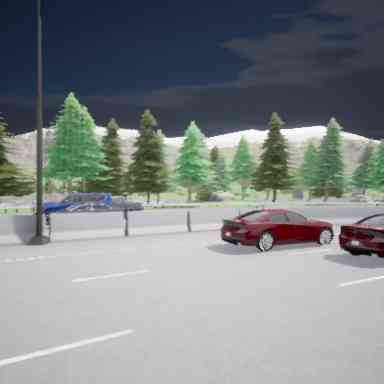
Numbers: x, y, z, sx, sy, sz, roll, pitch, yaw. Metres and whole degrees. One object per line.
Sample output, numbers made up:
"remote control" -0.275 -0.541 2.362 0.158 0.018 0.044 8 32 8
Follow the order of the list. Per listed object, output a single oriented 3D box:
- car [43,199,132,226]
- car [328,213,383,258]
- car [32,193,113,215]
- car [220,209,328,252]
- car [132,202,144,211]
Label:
"car" -6.495 1.366 20.209 4.902 1.511 2.128 0 0 -29
"car" 7.360 1.441 11.398 5.008 1.535 1.882 0 0 -24
"car" -8.151 1.075 23.322 5.566 2.045 2.150 0 0 -30
"car" 3.544 1.418 13.504 5.008 1.535 1.882 0 0 -27
"car" -7.363 1.360 31.741 5.357 1.411 2.033 0 0 -27
